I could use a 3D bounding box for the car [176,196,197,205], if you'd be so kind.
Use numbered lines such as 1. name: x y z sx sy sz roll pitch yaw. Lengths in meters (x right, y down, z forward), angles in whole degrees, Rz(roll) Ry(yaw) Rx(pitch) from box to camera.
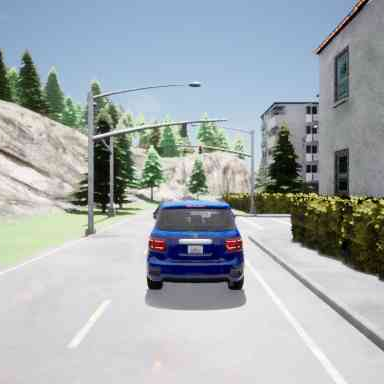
1. car: -0.916 1.504 59.311 1.837 1.490 4.892 0 0 23

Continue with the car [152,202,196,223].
1. car: -1.570 1.564 26.591 1.994 1.385 4.181 0 0 -27

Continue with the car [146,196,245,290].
1. car: 0.087 1.221 9.226 2.150 2.045 5.566 0 0 0

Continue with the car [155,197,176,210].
1. car: -3.390 1.491 43.216 2.128 1.511 4.902 0 0 2

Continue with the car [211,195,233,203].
1. car: 6.414 1.522 70.805 2.128 1.511 4.902 0 0 44
